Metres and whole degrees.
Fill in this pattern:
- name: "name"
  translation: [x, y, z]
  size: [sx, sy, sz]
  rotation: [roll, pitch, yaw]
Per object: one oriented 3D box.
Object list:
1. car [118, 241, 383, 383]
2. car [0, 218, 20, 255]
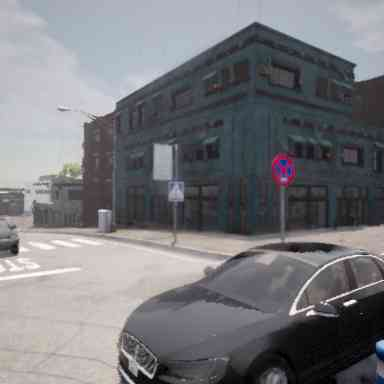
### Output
- name: "car"
  translation: [1.407, 1.528, 4.675]
  size: [4.892, 1.490, 1.837]
  rotation: [1, -1, -35]
- name: "car"
  translation: [-8.486, 1.796, 13.802]
  size: [1.812, 1.442, 4.674]
  rotation: [1, -3, -37]
